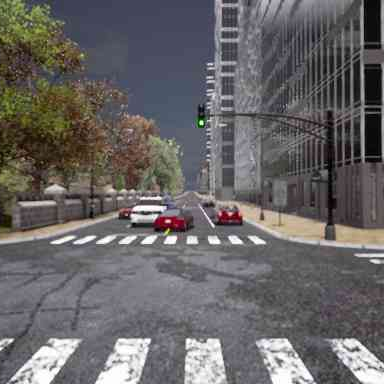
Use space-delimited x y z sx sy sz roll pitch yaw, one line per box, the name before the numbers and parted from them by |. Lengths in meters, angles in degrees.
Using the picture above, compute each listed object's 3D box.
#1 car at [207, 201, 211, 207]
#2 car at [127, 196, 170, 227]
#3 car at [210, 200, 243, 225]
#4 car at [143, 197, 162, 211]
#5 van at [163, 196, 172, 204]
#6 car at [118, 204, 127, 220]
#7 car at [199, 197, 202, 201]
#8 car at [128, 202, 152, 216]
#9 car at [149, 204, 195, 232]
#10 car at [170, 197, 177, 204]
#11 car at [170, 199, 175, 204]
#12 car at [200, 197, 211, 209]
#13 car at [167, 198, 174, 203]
car | 2.703 1.796 31.085 1.947 1.339 4.313 0 0 0
car | -3.094 1.406 24.877 2.150 2.045 5.566 0 0 0
car | 2.701 1.628 25.405 1.967 1.590 4.097 0 0 0
car | -5.671 1.669 48.136 2.192 1.841 5.009 0 0 0
van | -5.660 1.873 76.551 1.690 1.788 3.998 0 0 0
car | -5.678 1.774 31.085 1.887 1.381 4.507 0 0 0
car | 2.714 1.870 59.491 1.967 1.590 4.097 0 0 0
car | -5.676 1.822 36.768 2.008 1.369 4.403 0 0 0
car | -1.061 1.724 21.603 1.994 1.385 4.181 0 0 10
car | -3.072 1.685 45.239 2.097 1.767 4.553 0 0 0
car | -3.085 1.785 35.028 1.812 1.442 4.674 0 0 0
car | 2.711 1.958 53.809 1.947 1.339 4.313 0 0 0
car | -5.657 2.174 87.915 1.802 1.307 4.206 0 0 0
